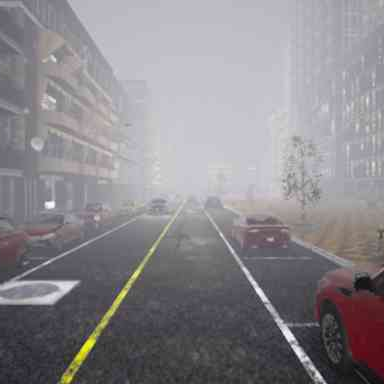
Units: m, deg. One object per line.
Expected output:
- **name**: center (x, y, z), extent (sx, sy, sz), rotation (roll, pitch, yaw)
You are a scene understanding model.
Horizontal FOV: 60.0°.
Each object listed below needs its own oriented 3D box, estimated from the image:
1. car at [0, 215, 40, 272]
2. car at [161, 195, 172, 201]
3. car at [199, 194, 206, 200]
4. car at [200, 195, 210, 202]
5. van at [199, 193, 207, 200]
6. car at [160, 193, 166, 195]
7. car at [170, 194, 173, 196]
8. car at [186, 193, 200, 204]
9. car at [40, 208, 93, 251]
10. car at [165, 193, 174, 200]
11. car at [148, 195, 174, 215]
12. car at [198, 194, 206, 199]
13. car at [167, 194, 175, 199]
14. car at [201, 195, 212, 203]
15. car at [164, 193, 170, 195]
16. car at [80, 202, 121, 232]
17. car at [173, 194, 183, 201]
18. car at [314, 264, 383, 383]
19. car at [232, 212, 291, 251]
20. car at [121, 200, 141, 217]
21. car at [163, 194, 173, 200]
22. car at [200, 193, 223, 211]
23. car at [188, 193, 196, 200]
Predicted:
- **car**: center (-5.696, 1.405, 8.088), extent (1.967, 1.590, 4.097), rotation (0, 0, 0)
- **car**: center (-5.691, 1.279, 74.407), extent (2.008, 1.369, 4.403), rotation (0, 0, 0)
- **car**: center (2.689, 1.223, 85.629), extent (1.752, 1.417, 4.829), rotation (0, 0, 0)
- **car**: center (2.688, 1.326, 68.880), extent (1.802, 1.307, 4.206), rotation (0, 0, 0)
- **van**: center (2.687, 1.054, 79.933), extent (1.690, 1.788, 3.998), rotation (0, 0, 0)
- **car**: center (-5.693, 1.340, 52.301), extent (1.887, 1.381, 4.507), rotation (0, 0, 0)
- **car**: center (-5.694, 1.059, 68.880), extent (2.192, 1.841, 5.009), rotation (0, 0, 0)
- **car**: center (0.004, 1.341, 58.296), extent (1.994, 1.385, 4.181), rotation (0, 0, 0)
- **car**: center (-5.695, 1.523, 13.615), extent (1.802, 1.307, 4.206), rotation (0, 0, 0)
- **car**: center (-5.692, 1.139, 85.459), extent (1.967, 1.590, 4.097), rotation (0, 0, 0)
- **car**: center (-3.093, 1.371, 32.183), extent (1.837, 1.490, 4.892), rotation (0, 0, 0)
- **car**: center (2.689, 1.251, 90.987), extent (1.947, 1.339, 4.313), rotation (0, 0, 0)
- **car**: center (-5.691, 1.251, 90.987), extent (1.947, 1.339, 4.313), rotation (0, 0, 0)
- **car**: center (2.688, 1.343, 63.354), extent (1.802, 1.307, 4.206), rotation (0, 0, 0)
- **car**: center (-5.693, 1.287, 63.185), extent (1.752, 1.417, 4.829), rotation (0, 0, 0)
- **car**: center (-5.695, 1.358, 19.141), extent (1.967, 1.590, 4.097), rotation (0, 0, 0)
- **car**: center (-2.996, 1.146, 73.530), extent (1.837, 1.490, 4.892), rotation (0, 0, 0)
- **car**: center (2.684, 1.303, 2.559), extent (2.192, 1.841, 5.009), rotation (0, 0, 0)
- **car**: center (2.685, 1.485, 13.614), extent (1.887, 1.381, 4.507), rotation (0, 0, 0)
- **car**: center (-5.694, 1.399, 30.024), extent (1.752, 1.417, 4.829), rotation (0, 0, 0)
- **car**: center (-5.691, 1.264, 79.934), extent (2.008, 1.369, 4.403), rotation (0, 0, 0)
- **car**: center (2.389, 1.196, 38.686), extent (2.097, 1.767, 4.553), rotation (0, 0, 0)
- **car**: center (0.006, 1.059, 74.468), extent (1.882, 1.535, 5.008), rotation (0, 0, 0)
